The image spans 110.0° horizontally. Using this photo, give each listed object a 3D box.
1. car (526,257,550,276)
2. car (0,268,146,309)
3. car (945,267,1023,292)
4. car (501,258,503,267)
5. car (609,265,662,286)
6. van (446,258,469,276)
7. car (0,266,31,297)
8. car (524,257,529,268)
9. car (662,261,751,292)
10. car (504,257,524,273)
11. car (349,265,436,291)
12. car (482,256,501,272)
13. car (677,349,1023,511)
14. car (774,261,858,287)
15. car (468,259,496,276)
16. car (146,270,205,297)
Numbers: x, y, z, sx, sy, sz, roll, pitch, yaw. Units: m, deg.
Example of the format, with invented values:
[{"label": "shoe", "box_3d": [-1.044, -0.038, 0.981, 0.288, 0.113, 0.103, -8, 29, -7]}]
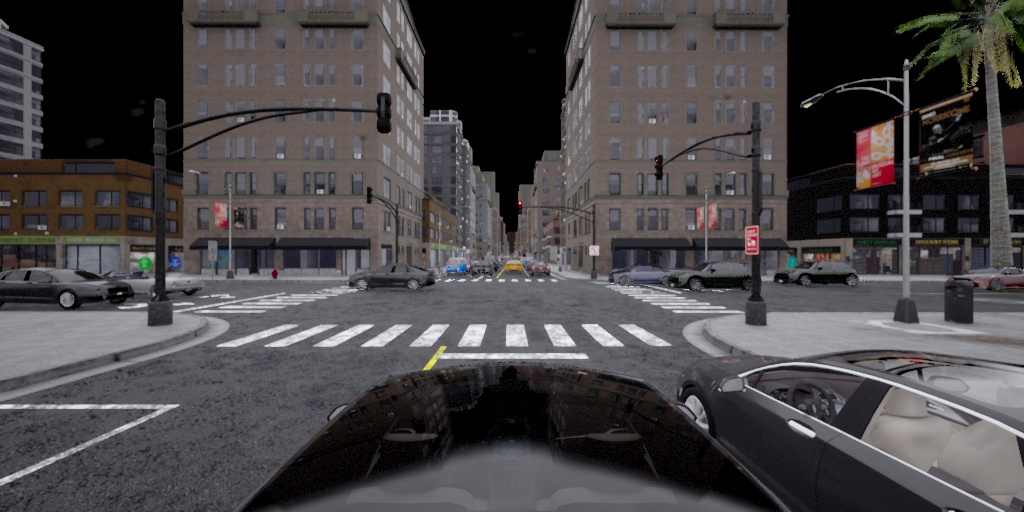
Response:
[{"label": "car", "box_3d": [2.822, 1.179, 36.943, 1.967, 1.591, 4.097, 0, 0, 0]}, {"label": "car", "box_3d": [-17.937, 1.228, 14.160, 4.892, 1.490, 1.837, 0, 0, 0]}, {"label": "car", "box_3d": [28.367, 1.352, 21.090, 4.181, 1.385, 1.994, 0, 0, 0]}, {"label": "car", "box_3d": [-2.849, 1.334, 55.900, 1.895, 1.301, 4.718, 0, 0, 0]}, {"label": "car", "box_3d": [8.782, 1.311, 24.450, 4.181, 1.385, 1.994, 0, 0, 4]}, {"label": "van", "box_3d": [-5.704, 1.080, 36.981, 1.690, 1.789, 3.998, 0, 0, 0]}, {"label": "car", "box_3d": [-26.883, 1.230, 17.366, 4.674, 1.442, 1.812, 0, 0, 0]}, {"label": "car", "box_3d": [2.876, 1.176, 48.281, 1.967, 1.591, 4.097, 0, 0, 0]}, {"label": "car", "box_3d": [11.643, 1.110, 20.997, 4.553, 1.767, 2.097, 0, 0, 0]}, {"label": "car", "box_3d": [0.237, 1.215, 43.475, 1.882, 1.535, 5.008, 0, 0, 1]}, {"label": "car", "box_3d": [-6.914, 1.244, 20.920, 4.892, 1.490, 1.837, 0, 0, 0]}, {"label": "car", "box_3d": [-2.900, 0.958, 45.927, 2.150, 2.045, 5.566, 0, 0, 0]}, {"label": "car", "box_3d": [2.669, 1.300, 2.293, 2.007, 1.370, 4.403, 0, 0, 0]}, {"label": "car", "box_3d": [20.473, 1.119, 24.304, 4.553, 1.767, 2.097, 0, 0, 0]}, {"label": "car", "box_3d": [-2.948, 1.303, 36.619, 1.994, 1.385, 4.181, 0, 0, 0]}, {"label": "car", "box_3d": [-17.896, 1.318, 17.410, 4.718, 1.301, 1.895, 0, 0, 0]}]
